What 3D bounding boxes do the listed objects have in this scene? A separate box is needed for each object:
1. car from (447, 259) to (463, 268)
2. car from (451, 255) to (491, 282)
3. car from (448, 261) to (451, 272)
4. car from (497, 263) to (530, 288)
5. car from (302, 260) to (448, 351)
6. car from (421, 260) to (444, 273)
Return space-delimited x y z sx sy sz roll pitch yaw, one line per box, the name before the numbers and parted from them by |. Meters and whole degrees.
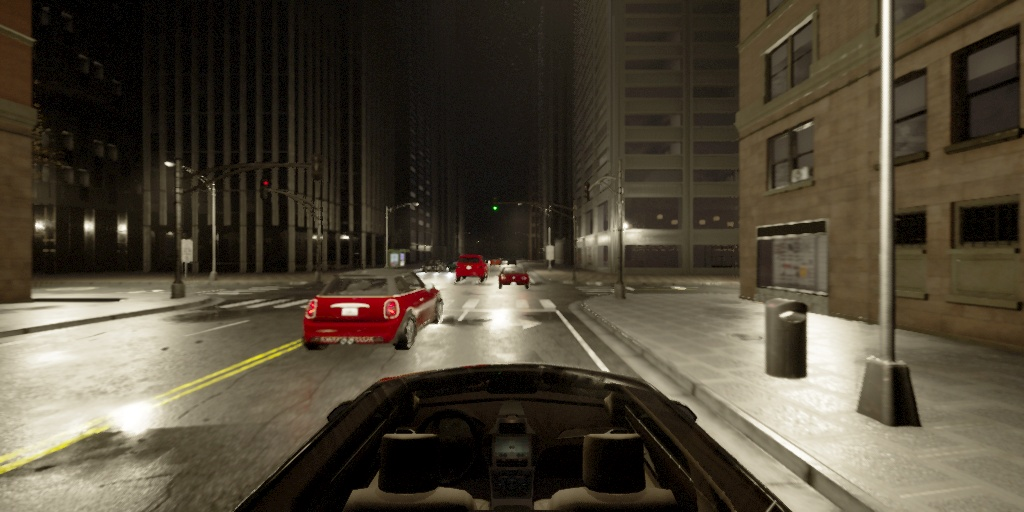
car | -9.764 1.254 61.505 1.994 1.385 4.181 0 0 0
car | -3.146 0.945 28.811 2.150 2.045 5.566 0 0 0
car | -6.574 1.306 44.042 1.895 1.301 4.718 0 0 0
car | 0.104 1.330 23.245 1.895 1.301 4.718 0 0 0
car | -3.150 1.097 9.101 2.097 1.767 4.553 0 0 0
car | -9.818 1.210 44.644 1.837 1.490 4.892 0 0 0
